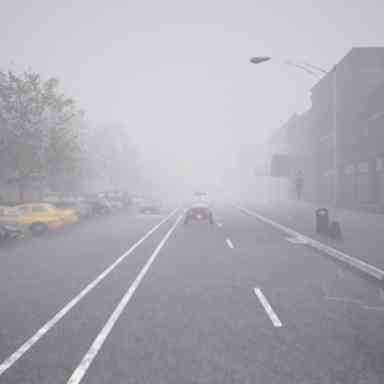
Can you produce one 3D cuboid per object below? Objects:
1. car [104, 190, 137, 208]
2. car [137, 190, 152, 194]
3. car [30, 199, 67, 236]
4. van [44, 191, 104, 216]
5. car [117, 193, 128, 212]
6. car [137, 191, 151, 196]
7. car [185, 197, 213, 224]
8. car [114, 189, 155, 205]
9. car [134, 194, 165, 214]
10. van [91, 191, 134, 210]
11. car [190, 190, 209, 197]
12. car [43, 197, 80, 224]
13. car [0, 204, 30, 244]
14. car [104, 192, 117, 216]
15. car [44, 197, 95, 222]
[{"bbox_3d":[-8.825,0.903,33.767,5.566,2.045,2.435,-1,1,-19],"label":"car"},{"bbox_3d":[-8.467,0.738,45.627,5.566,2.045,2.435,-1,1,-18],"label":"car"},{"bbox_3d":[-9.072,1.350,16.069,5.366,1.575,1.946,-1,0,-19],"label":"car"},{"bbox_3d":[-9.130,1.038,24.856,4.442,1.987,1.878,-1,1,-18],"label":"van"},{"bbox_3d":[-8.877,1.191,30.826,5.008,1.535,2.097,-1,0,-19],"label":"car"},{"bbox_3d":[-8.399,1.025,42.731,5.366,1.575,1.946,-1,1,-19],"label":"car"},{"bbox_3d":[0.486,1.321,22.920,1.812,1.442,4.674,0,1,1],"label":"car"},{"bbox_3d":[-8.439,0.696,48.555,5.566,2.045,2.435,-1,1,-18],"label":"car"},{"bbox_3d":[-3.659,1.247,31.157,2.033,1.411,5.357,0,1,1],"label":"car"},{"bbox_3d":[-8.827,0.891,36.694,4.442,1.987,1.878,-1,1,-18],"label":"van"},{"bbox_3d":[0.949,0.790,41.009,2.150,2.045,5.566,0,1,2],"label":"car"},{"bbox_3d":[-9.351,1.326,18.918,5.366,1.575,1.946,-1,1,-19],"label":"car"},{"bbox_3d":[-9.318,1.384,13.037,4.892,1.521,2.231,-1,0,-19],"label":"car"},{"bbox_3d":[-8.975,1.102,27.852,4.553,1.767,2.185,-1,0,-18],"label":"car"},{"bbox_3d":[-9.123,1.325,21.928,4.792,1.488,2.163,-1,1,-19],"label":"car"}]
